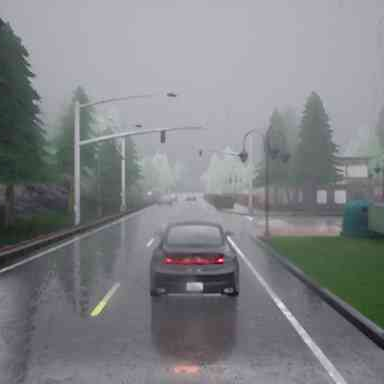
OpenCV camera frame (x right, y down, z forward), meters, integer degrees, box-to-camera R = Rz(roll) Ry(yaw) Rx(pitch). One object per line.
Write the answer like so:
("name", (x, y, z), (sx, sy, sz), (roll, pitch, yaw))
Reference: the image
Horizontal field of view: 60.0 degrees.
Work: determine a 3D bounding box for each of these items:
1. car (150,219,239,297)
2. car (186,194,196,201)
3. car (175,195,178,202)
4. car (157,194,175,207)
("car", (0.055, 1.454, 8.453), (1.837, 1.490, 4.892), (0, 0, 0))
("car", (-0.147, 1.171, 66.661), (1.994, 1.385, 4.181), (0, 0, 0))
("car", (-3.678, 1.156, 62.720), (1.812, 1.442, 4.674), (0, 0, 0))
("car", (-3.690, 1.253, 46.195), (1.812, 1.442, 4.674), (0, 0, 0))
